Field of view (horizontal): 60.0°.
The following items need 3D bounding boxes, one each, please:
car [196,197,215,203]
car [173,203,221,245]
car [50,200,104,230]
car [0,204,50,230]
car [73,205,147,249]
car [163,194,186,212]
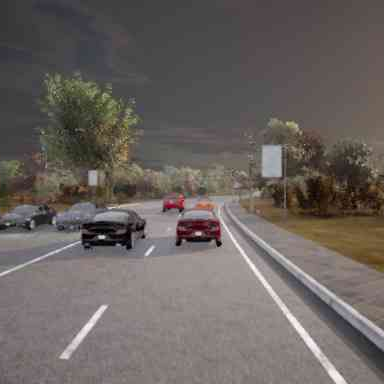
[{"bbox_3d":[1.478,1.367,37.872,2.097,1.767,4.553,0,0,4],"label":"car"},{"bbox_3d":[0.330,1.484,15.547,1.882,1.535,5.008,0,0,2],"label":"car"},{"bbox_3d":[-6.622,1.404,20.754,2.097,1.767,4.553,0,0,2],"label":"car"},{"bbox_3d":[-10.121,1.534,20.856,1.837,1.490,4.892,0,0,2],"label":"car"},{"bbox_3d":[-3.201,1.478,14.507,1.882,1.535,5.008,0,0,1],"label":"car"},{"bbox_3d":[-2.001,1.232,38.574,2.150,2.045,5.566,0,0,4],"label":"car"}]
